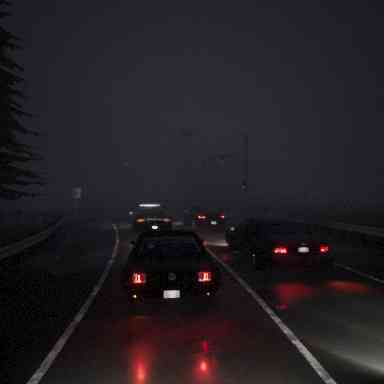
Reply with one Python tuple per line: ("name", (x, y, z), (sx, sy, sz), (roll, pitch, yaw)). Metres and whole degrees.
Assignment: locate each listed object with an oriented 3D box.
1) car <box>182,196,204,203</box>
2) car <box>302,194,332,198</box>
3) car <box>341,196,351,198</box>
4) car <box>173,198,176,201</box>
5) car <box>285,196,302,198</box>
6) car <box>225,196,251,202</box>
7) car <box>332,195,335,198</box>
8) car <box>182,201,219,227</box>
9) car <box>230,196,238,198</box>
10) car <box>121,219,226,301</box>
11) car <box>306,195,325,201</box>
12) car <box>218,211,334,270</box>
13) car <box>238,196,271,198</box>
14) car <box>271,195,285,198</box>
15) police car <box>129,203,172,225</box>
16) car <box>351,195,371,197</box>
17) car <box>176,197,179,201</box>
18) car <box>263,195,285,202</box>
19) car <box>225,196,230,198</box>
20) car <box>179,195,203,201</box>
("car", (0.291, 1.553, 70.236), (4.181, 1.385, 1.994), (0, 0, -21))
("car", (25.771, 1.524, 68.646), (4.674, 1.442, 1.812), (0, 0, -21))
("car", (36.331, 1.540, 77.881), (5.357, 1.411, 2.033), (0, 0, -31))
("car", (-1.622, 1.492, 65.855), (4.902, 1.511, 2.128), (0, 0, -20))
("car", (23.321, 1.540, 71.436), (5.357, 1.411, 2.033), (0, 0, -21))
("car", (10.255, 1.540, 73.987), (5.357, 1.411, 2.033), (0, 0, -21))
("car", (31.797, 1.355, 79.219), (4.553, 1.767, 2.097), (0, 0, -27))
("car", (0.666, 1.526, 20.513), (1.812, 1.442, 4.674), (0, 0, -13))
("car", (10.579, 1.526, 66.668), (4.674, 1.442, 1.812), (0, 0, -20))
("car", (-0.606, 1.601, 8.357), (1.895, 1.301, 4.718), (0, 0, -6))
("car", (30.732, 1.553, 82.635), (4.181, 1.385, 1.994), (0, 0, -27))
("car", (2.535, 1.547, 11.113), (2.033, 1.411, 5.357), (0, 0, -8))
("car", (11.890, 1.504, 63.458), (4.892, 1.490, 1.837), (0, 0, -20))
("car", (18.842, 1.355, 73.481), (4.553, 1.767, 2.097), (0, 0, -21))
("police car", (-2.277, 1.425, 17.821), (1.930, 1.638, 5.238), (0, 0, -13))
("car", (39.004, 1.478, 75.445), (5.008, 1.535, 1.882), (0, 0, -31))
("car", (-0.096, 1.352, 62.715), (4.553, 1.767, 2.097), (0, 0, -22))
("car", (19.096, 1.500, 77.316), (4.892, 1.490, 1.837), (0, 0, -21))
("car", (7.757, 1.524, 69.307), (4.674, 1.442, 1.812), (0, 0, -21))
("car", (0.463, 1.564, 59.185), (4.181, 1.385, 1.994), (0, 0, -21))
